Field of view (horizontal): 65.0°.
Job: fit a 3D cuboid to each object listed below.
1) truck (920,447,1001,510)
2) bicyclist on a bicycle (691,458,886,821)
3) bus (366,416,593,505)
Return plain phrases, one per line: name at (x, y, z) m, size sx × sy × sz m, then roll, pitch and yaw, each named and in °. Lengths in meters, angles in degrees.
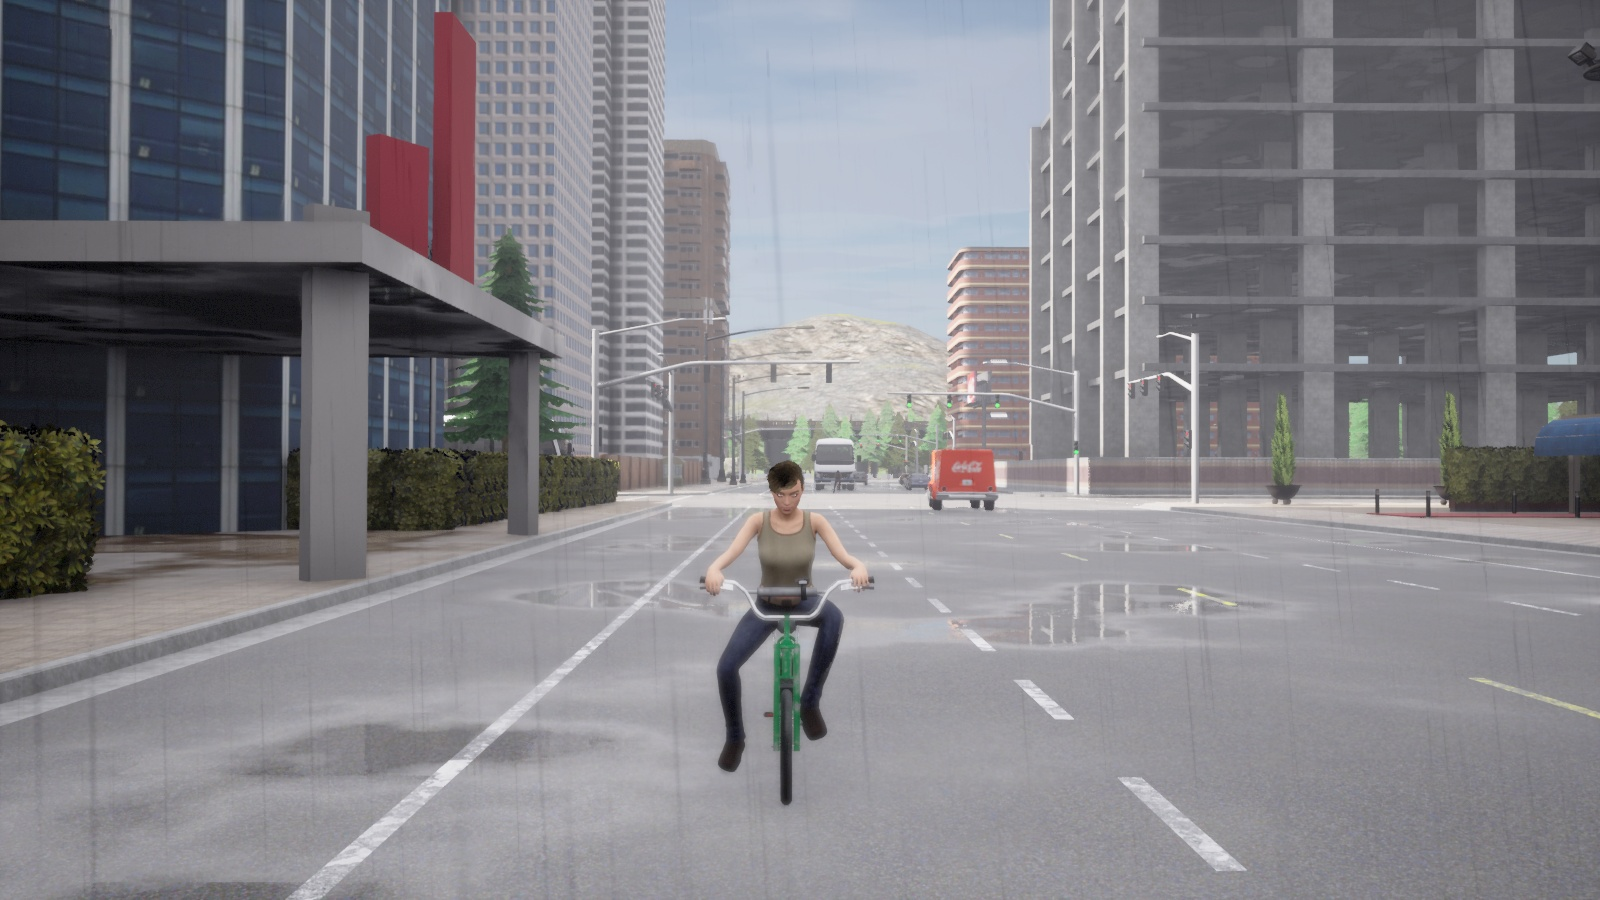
truck at (6.604, 1.174, 52.292) m, size 2.627 × 2.467 × 5.204 m, roll 0°, pitch -1°, yaw 0°
bicyclist on a bicycle at (-0.061, 0.858, 6.372) m, size 0.866 × 1.612 × 1.509 m, roll 0°, pitch -1°, yaw -1°
bus at (-15.772, 0.549, 62.540) m, size 10.273 × 4.253 × 3.944 m, roll 0°, pitch -1°, yaw 0°
